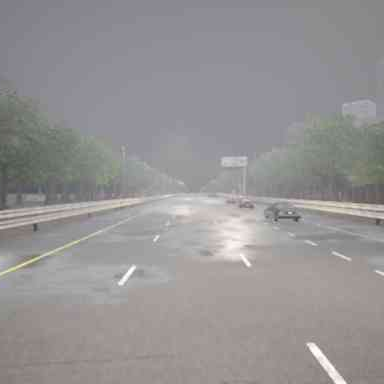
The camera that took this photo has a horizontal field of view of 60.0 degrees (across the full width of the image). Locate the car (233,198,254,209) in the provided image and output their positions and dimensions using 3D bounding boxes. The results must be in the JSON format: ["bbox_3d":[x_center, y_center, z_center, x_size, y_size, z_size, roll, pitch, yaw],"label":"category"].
[{"bbox_3d":[7.120,1.553,44.773,1.812,1.442,4.674,0,0,0],"label":"car"}]

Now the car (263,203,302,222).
[{"bbox_3d":[7.044,1.559,26.382,2.033,1.411,5.357,0,0,0],"label":"car"}]

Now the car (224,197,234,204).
[{"bbox_3d":[7.230,1.620,63.111,1.895,1.301,4.718,0,0,0],"label":"car"}]
